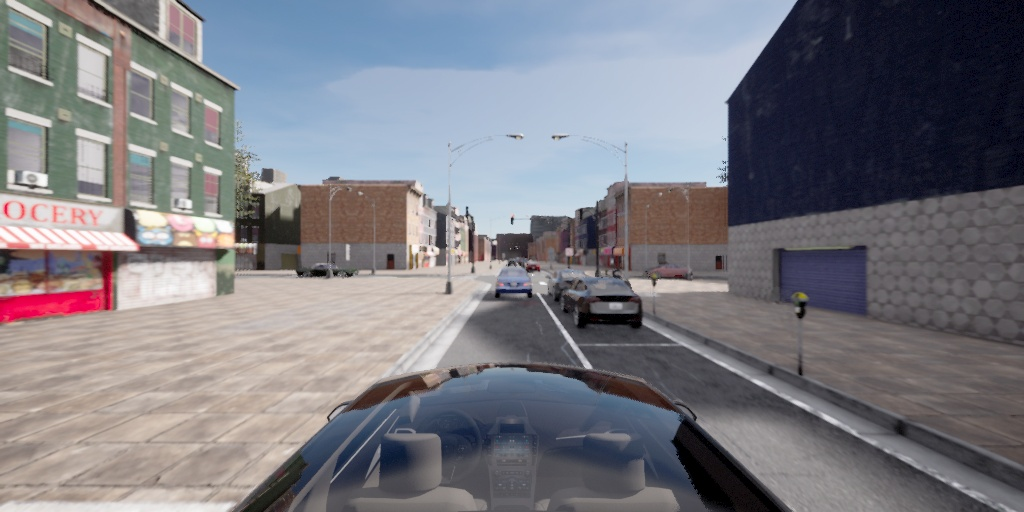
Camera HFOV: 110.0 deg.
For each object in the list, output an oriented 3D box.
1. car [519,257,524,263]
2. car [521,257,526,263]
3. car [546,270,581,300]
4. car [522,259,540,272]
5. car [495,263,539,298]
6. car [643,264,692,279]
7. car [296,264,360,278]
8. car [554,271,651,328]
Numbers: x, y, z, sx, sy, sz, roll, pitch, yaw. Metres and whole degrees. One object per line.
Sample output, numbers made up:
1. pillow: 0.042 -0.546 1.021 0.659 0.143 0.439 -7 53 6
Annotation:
1. car: 2.628 1.365 62.936 1.948 1.339 4.313 0 0 0
2. car: 2.630 1.298 51.748 1.751 1.417 4.829 0 0 0
3. car: 2.636 1.293 16.869 2.007 1.370 4.403 0 0 0
4. car: 2.631 1.309 45.899 1.888 1.381 4.507 0 0 0
5. car: 0.080 1.290 18.489 2.033 1.411 5.357 0 0 0
6. car: 14.541 1.403 33.610 4.181 1.385 1.994 0 0 0
7. car: -15.747 1.295 30.830 4.718 1.301 1.895 0 0 0
8. car: 2.636 1.309 11.194 1.948 1.339 4.313 0 0 0
